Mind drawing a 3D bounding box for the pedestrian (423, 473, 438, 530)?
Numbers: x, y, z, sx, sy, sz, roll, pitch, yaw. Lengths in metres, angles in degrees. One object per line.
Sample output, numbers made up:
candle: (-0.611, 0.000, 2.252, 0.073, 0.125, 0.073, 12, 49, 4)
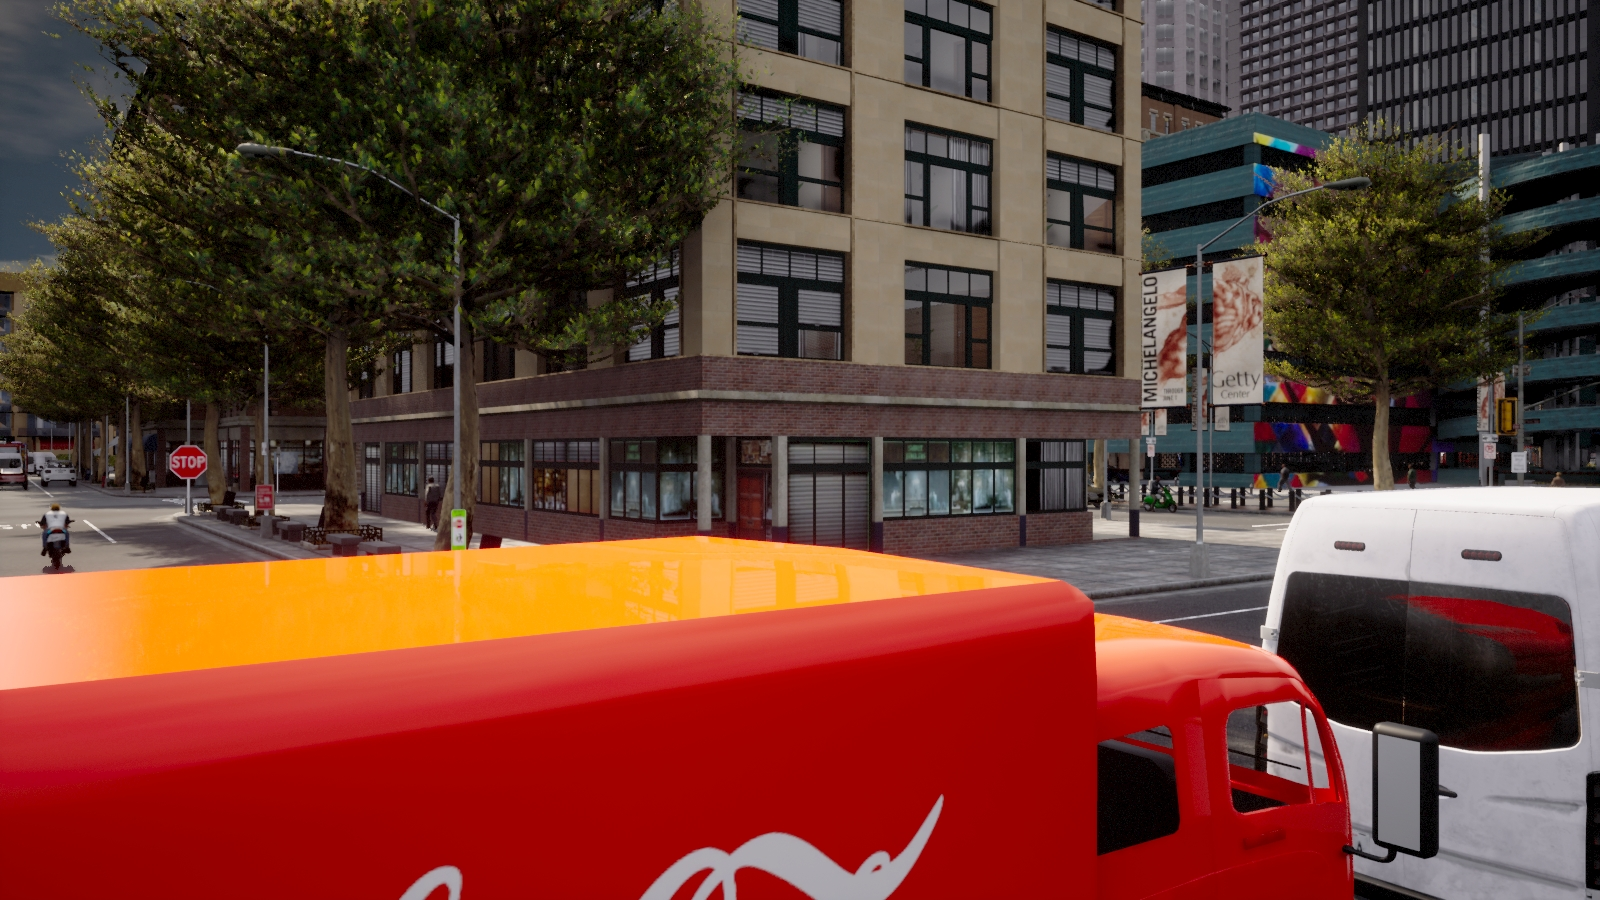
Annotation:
pedestrian: (-12.176, 1.691, 37.664, 0.375, 1.860, 0.375, 0, 0, -36)

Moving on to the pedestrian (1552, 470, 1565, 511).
pedestrian: (34.408, 1.827, 51.853, 0.375, 1.860, 0.375, 0, 0, -36)

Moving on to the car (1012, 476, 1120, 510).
car: (12.913, 2.045, 55.772, 2.231, 1.480, 4.892, 0, 0, -35)

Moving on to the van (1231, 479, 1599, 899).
van: (5.568, 1.531, 7.705, 5.915, 2.561, 1.988, 0, 0, -35)

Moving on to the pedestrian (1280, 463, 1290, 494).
pedestrian: (28.701, 1.673, 67.578, 0.375, 1.860, 0.375, 0, 0, -29)

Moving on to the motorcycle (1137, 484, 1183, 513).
motorcycle: (16.126, 2.166, 51.225, 0.856, 1.236, 1.805, 0, 0, -35)

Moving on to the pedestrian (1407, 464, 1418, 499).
pedestrian: (32.465, 1.673, 60.587, 0.375, 1.860, 0.375, 0, 0, -28)

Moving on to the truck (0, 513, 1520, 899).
truck: (-0.425, 1.567, 3.494, 5.204, 2.467, 2.627, 0, 0, -35)
